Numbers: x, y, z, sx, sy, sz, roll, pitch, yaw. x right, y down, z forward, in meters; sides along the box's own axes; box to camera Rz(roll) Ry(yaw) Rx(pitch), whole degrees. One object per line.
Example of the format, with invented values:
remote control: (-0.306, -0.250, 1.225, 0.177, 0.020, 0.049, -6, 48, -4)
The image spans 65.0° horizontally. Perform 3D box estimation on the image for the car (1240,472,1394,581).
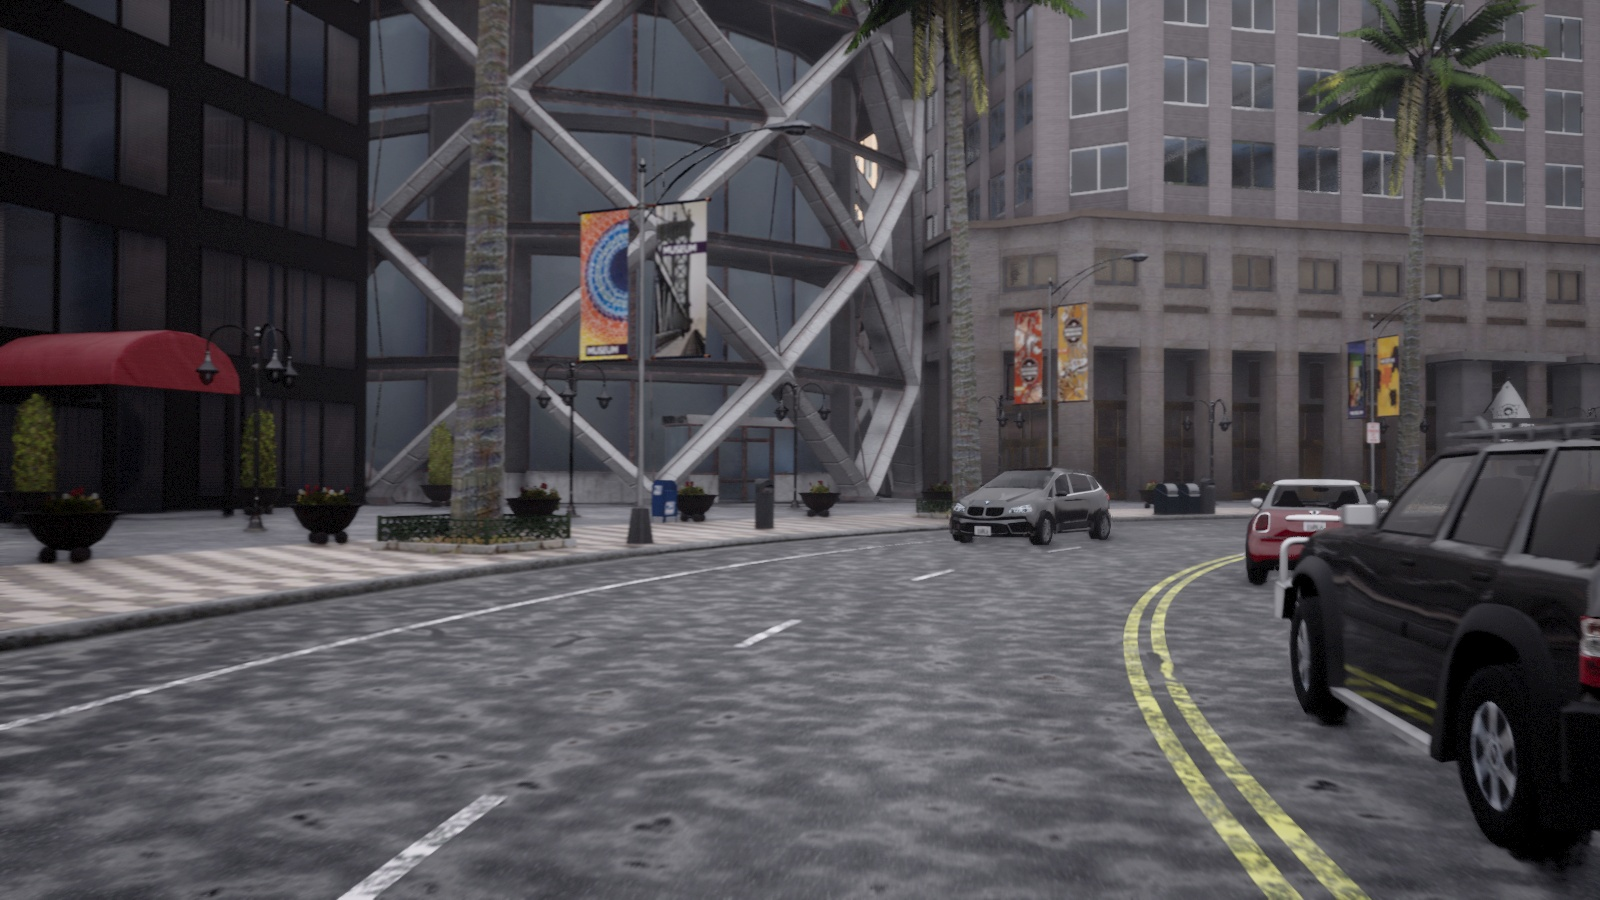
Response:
car: (7.930, 1.076, 19.149, 1.970, 1.475, 3.806, -1, -1, 24)

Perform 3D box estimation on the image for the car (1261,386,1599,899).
car: (3.997, 0.730, 6.637, 1.932, 1.855, 4.605, 0, -1, 7)

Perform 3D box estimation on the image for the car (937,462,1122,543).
car: (5.276, 1.118, 28.377, 2.242, 1.667, 4.611, -1, -1, 38)
